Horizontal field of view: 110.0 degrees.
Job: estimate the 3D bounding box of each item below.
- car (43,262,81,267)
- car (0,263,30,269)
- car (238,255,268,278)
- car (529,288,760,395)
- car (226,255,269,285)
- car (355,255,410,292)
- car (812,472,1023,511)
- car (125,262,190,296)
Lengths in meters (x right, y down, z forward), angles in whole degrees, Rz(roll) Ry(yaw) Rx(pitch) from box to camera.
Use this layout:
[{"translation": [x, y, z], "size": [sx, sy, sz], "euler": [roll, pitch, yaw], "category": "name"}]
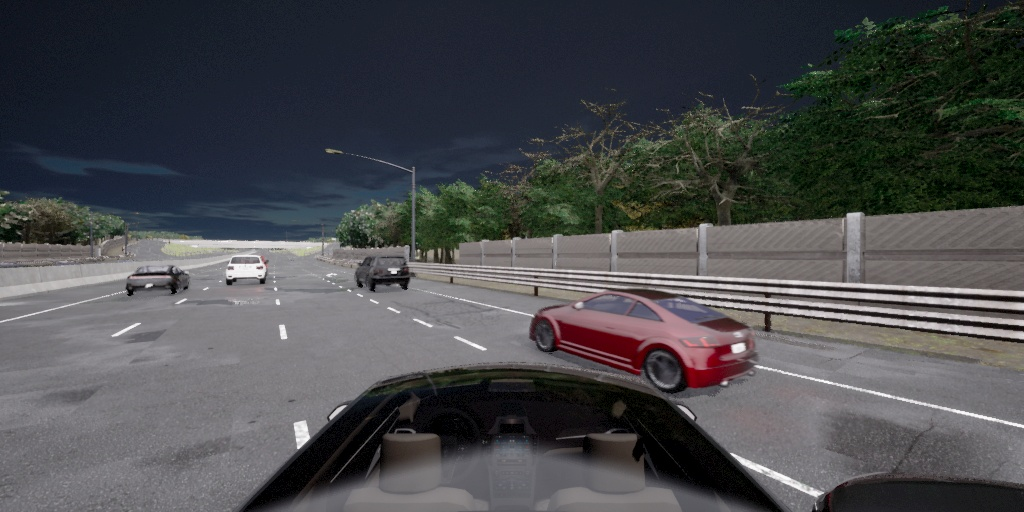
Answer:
[{"translation": [-49.603, 1.305, 39.777], "size": [1.895, 1.301, 4.718], "euler": [0, 0, -33], "category": "car"}, {"translation": [-51.431, 1.306, 36.190], "size": [1.895, 1.301, 4.718], "euler": [0, 0, -33], "category": "car"}, {"translation": [-25.264, 0.946, 35.092], "size": [2.150, 2.045, 5.566], "euler": [0, 0, -34], "category": "car"}, {"translation": [2.173, 1.313, 6.869], "size": [1.994, 1.385, 4.181], "euler": [0, 0, -34], "category": "car"}, {"translation": [-19.273, 0.957, 26.139], "size": [2.150, 2.045, 5.566], "euler": [0, 0, -34], "category": "car"}, {"translation": [-7.978, 0.967, 21.884], "size": [2.150, 2.045, 5.566], "euler": [0, 0, -34], "category": "car"}, {"translation": [2.987, 1.315, 0.391], "size": [4.181, 1.385, 1.994], "euler": [0, 0, 34], "category": "car"}, {"translation": [-18.923, 1.232, 19.342], "size": [2.128, 1.511, 4.902], "euler": [0, 0, -34], "category": "car"}]
